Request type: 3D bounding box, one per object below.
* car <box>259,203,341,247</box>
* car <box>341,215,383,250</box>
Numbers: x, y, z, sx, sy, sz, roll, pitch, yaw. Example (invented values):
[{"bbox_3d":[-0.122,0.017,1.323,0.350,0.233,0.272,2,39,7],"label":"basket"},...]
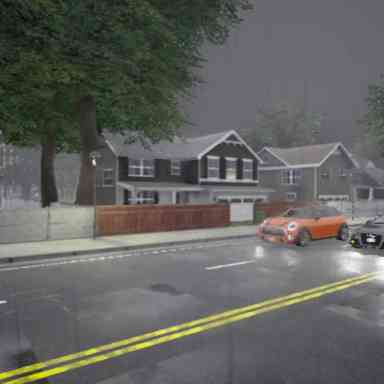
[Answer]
[{"bbox_3d":[5.201,1.416,15.374,4.553,1.767,2.097,0,0,-35],"label":"car"},{"bbox_3d":[8.314,1.635,13.602,4.181,1.385,1.994,0,0,-35],"label":"car"}]
